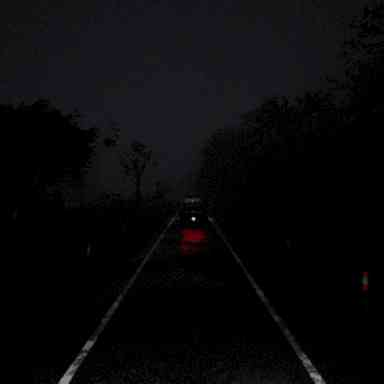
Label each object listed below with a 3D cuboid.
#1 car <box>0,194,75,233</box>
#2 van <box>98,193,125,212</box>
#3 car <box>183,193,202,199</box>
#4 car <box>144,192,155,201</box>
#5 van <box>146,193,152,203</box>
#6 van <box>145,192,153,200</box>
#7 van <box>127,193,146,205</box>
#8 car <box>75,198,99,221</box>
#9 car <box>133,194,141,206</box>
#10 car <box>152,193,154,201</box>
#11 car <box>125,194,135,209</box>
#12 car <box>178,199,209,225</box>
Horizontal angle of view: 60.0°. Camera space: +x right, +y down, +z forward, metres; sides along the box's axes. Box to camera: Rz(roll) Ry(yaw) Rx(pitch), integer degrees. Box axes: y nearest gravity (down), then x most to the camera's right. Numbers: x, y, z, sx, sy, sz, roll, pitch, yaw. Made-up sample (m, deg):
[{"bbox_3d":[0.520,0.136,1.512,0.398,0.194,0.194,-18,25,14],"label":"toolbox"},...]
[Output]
[{"bbox_3d":[-9.049,1.116,18.893,2.435,2.045,5.566,0,0,1],"label":"car"},{"bbox_3d":[-9.080,1.149,36.609,1.878,1.987,4.442,0,0,2],"label":"van"},{"bbox_3d":[0.090,1.153,41.138,2.150,2.045,5.566,0,0,0],"label":"car"},{"bbox_3d":[-10.409,1.138,81.043,2.435,2.045,5.566,1,-1,-9],"label":"car"},{"bbox_3d":[-9.268,1.157,64.269,1.878,1.987,4.442,0,-1,-2],"label":"van"},{"bbox_3d":[-11.122,1.162,86.499,1.878,1.987,4.442,1,-1,-10],"label":"van"},{"bbox_3d":[-9.101,1.148,54.318,1.878,1.987,4.442,0,-1,-3],"label":"van"},{"bbox_3d":[-9.059,1.400,25.638,2.002,1.452,4.674,0,0,0],"label":"car"},{"bbox_3d":[-9.089,1.396,47.805,2.163,1.488,4.792,0,-1,-2],"label":"car"},{"bbox_3d":[-9.884,1.429,75.505,2.002,1.452,4.674,1,-1,-5],"label":"car"},{"bbox_3d":[-9.082,1.359,42.294,2.231,1.521,4.892,0,-1,-2],"label":"car"},{"bbox_3d":[0.095,1.436,23.195,1.837,1.490,4.892,0,0,0],"label":"car"}]
